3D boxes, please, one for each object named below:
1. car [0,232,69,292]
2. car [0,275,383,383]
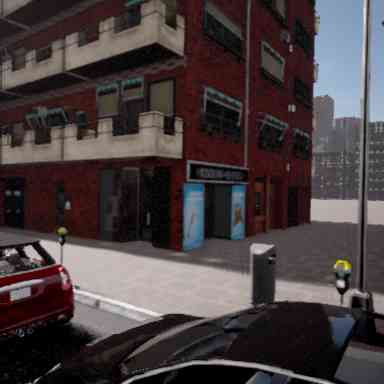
[{"bbox_3d":[-3.898,1.387,5.639,4.097,1.590,1.967,1,1,36],"label":"car"},{"bbox_3d":[0.663,1.560,2.389,4.313,1.339,1.947,1,1,36],"label":"car"}]
